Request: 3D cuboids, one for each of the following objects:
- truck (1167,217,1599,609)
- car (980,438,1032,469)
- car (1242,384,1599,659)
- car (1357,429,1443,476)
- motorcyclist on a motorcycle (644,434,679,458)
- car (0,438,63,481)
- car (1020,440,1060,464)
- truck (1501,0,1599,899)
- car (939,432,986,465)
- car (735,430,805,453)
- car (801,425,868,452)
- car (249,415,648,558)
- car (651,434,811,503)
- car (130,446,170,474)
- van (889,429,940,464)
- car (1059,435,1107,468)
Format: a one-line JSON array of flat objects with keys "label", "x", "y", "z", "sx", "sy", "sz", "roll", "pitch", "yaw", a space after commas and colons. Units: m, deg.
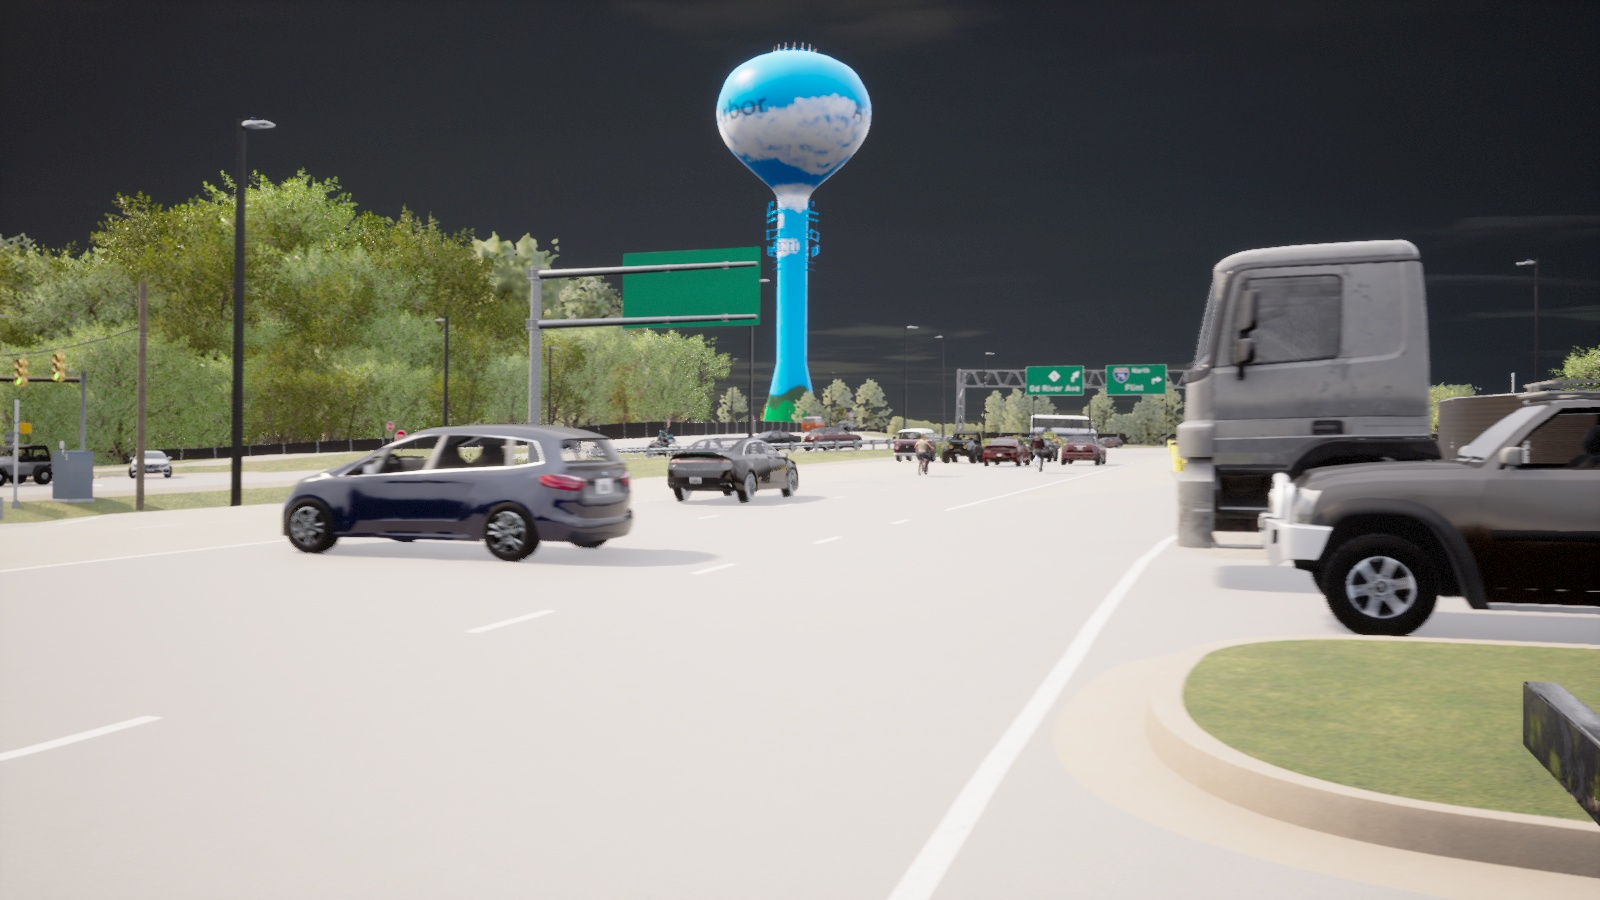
[{"label": "truck", "x": 7.817, "y": -0.319, "z": 12.360, "sx": 7.936, "sy": 3.462, "sz": 2.891, "roll": 0, "pitch": 0, "yaw": 19}, {"label": "car", "x": 10.985, "y": 0.158, "z": 66.605, "sx": 1.882, "sy": 1.535, "sz": 5.008, "roll": 1, "pitch": 1, "yaw": 19}, {"label": "car", "x": 5.742, "y": 0.475, "z": 9.353, "sx": 4.605, "sy": 1.855, "sz": 1.932, "roll": 0, "pitch": 1, "yaw": 19}, {"label": "car", "x": 24.590, "y": 0.059, "z": 51.381, "sx": 1.932, "sy": 1.855, "sz": 4.605, "roll": 0, "pitch": 1, "yaw": 42}, {"label": "motorcyclist on a motorcycle", "x": -9.484, "y": -0.282, "z": 85.965, "sx": 2.191, "sy": 1.530, "sz": 0.866, "roll": -2, "pitch": 0, "yaw": -22}, {"label": "car", "x": -36.344, "y": 0.422, "z": 57.770, "sx": 1.905, "sy": 1.878, "sz": 3.866, "roll": 1, "pitch": 1, "yaw": 18}, {"label": "car", "x": 14.937, "y": 0.109, "z": 78.050, "sx": 1.816, "sy": 1.474, "sz": 4.193, "roll": 1, "pitch": 1, "yaw": 19}, {"label": "truck", "x": 5.520, "y": -0.151, "z": 1.330, "sx": 7.936, "sy": 3.462, "sz": 2.891, "roll": 0, "pitch": 1, "yaw": 19}, {"label": "car", "x": 9.474, "y": -0.106, "z": 72.942, "sx": 1.905, "sy": 1.878, "sz": 3.866, "roll": 1, "pitch": 1, "yaw": 19}, {"label": "car", "x": -2.133, "y": -0.626, "z": 89.811, "sx": 5.008, "sy": 1.535, "sz": 1.882, "roll": -3, "pitch": 2, "yaw": -43}, {"label": "car", "x": 2.469, "y": -0.818, "z": 88.821, "sx": 4.553, "sy": 1.767, "sz": 2.097, "roll": -2, "pitch": 2, "yaw": -43}, {"label": "car", "x": -4.595, "y": 0.399, "z": 16.575, "sx": 4.611, "sy": 1.667, "sz": 2.242, "roll": 1, "pitch": 1, "yaw": 19}, {"label": "car", "x": -1.548, "y": 0.393, "z": 30.350, "sx": 2.128, "sy": 1.511, "sz": 4.902, "roll": 1, "pitch": 1, "yaw": 19}, {"label": "car", "x": -34.848, "y": 0.512, "z": 67.391, "sx": 1.812, "sy": 1.442, "sz": 4.674, "roll": -1, "pitch": 1, "yaw": -27}, {"label": "van", "x": 7.007, "y": -0.242, "z": 76.517, "sx": 2.069, "sy": 2.038, "sz": 4.480, "roll": 1, "pitch": 1, "yaw": 19}, {"label": "car", "x": 15.753, "y": 0.050, "z": 69.687, "sx": 2.097, "sy": 1.767, "sz": 4.553, "roll": 1, "pitch": 1, "yaw": 19}]
